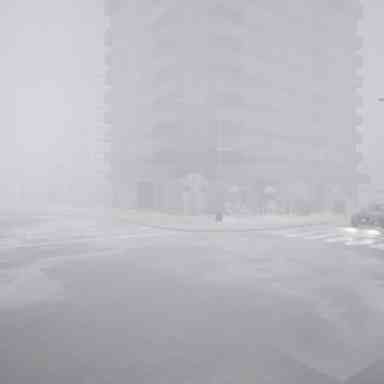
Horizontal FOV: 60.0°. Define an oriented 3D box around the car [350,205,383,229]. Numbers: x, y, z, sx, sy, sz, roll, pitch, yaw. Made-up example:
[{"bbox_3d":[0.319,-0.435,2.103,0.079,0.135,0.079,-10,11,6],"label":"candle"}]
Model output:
[{"bbox_3d":[11.829,1.497,21.006,4.181,1.385,1.994,0,0,-36],"label":"car"}]
